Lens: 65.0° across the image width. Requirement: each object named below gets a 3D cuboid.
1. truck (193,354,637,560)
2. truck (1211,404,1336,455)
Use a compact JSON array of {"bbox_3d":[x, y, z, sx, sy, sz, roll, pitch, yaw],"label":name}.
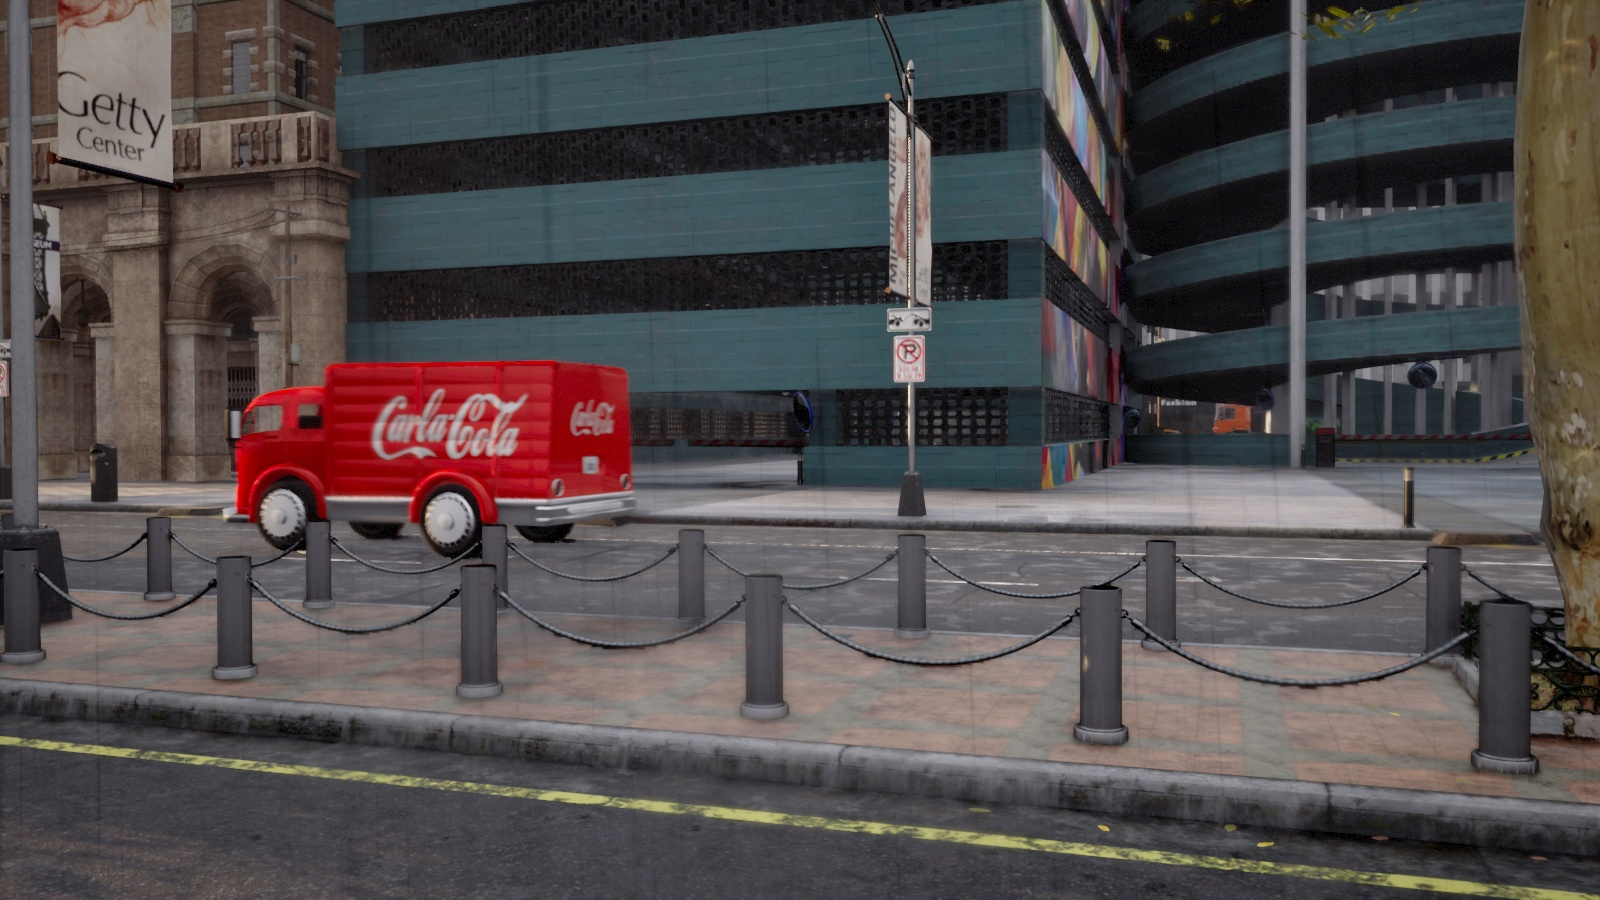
[{"bbox_3d":[-5.153,0.047,17.049,5.204,2.467,2.627,0,1,19],"label":"truck"},{"bbox_3d":[33.644,-1.459,89.274,7.936,3.462,2.891,1,1,29],"label":"truck"}]
